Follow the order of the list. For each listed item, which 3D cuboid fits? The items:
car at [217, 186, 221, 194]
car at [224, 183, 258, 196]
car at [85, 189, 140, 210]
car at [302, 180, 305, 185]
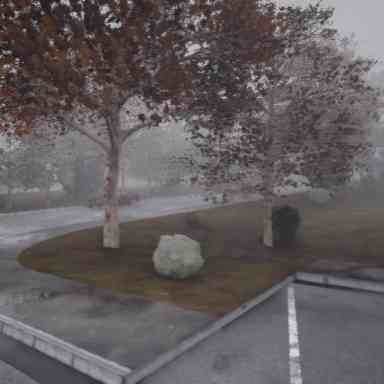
[{"bbox_3d":[4.944,-0.574,43.463,1.837,1.490,4.892,1,4,37],"label":"car"},{"bbox_3d":[6.117,-0.361,39.323,2.128,1.511,4.902,1,4,37],"label":"car"},{"bbox_3d":[-6.661,0.554,28.180,1.882,1.535,5.008,1,4,37],"label":"car"},{"bbox_3d":[20.906,-1.937,58.823,2.033,1.411,5.357,1,5,37],"label":"car"}]
